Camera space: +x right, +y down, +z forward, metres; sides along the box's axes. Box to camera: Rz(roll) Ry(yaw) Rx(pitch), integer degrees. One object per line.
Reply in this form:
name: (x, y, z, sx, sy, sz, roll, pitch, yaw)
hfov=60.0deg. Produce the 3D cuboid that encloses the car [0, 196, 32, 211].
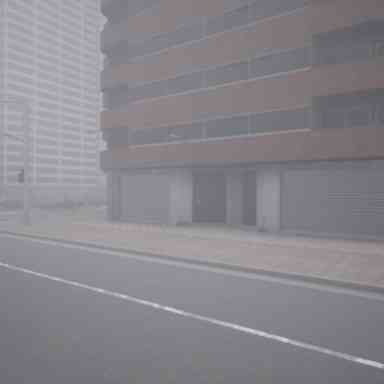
car: (-19.533, 1.205, 36.055, 1.882, 1.535, 5.008, 1, 0, 35)

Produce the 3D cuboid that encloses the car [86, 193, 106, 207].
car: (-13.597, 1.229, 44.623, 1.837, 1.490, 4.892, 1, 0, 35)

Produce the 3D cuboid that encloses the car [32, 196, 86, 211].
car: (-14.671, 1.353, 36.930, 1.895, 1.301, 4.718, 1, 0, 35)
